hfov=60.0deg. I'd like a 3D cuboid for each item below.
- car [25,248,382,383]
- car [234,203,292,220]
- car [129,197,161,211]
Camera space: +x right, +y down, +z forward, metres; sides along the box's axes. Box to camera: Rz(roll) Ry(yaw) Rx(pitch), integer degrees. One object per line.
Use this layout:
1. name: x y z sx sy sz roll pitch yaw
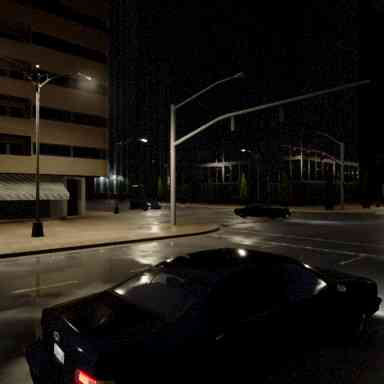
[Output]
1. car: 0.696 1.547 4.703 5.357 1.411 2.033 0 0 -39
2. car: 6.040 1.649 28.531 4.718 1.301 1.895 0 0 40
3. car: -5.767 1.408 40.902 2.097 1.767 4.553 0 0 -42
